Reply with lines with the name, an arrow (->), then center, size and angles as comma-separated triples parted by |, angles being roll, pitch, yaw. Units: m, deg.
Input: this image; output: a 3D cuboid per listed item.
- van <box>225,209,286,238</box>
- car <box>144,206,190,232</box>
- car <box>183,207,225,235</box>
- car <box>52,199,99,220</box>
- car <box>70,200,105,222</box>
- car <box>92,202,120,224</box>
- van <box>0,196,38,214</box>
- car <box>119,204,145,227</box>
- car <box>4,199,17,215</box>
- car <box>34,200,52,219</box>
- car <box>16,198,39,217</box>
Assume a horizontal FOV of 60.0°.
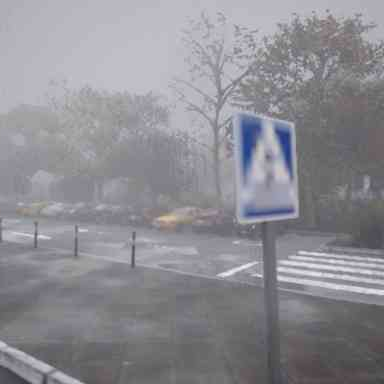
van -> 4.033, 1.579, 19.733 | 1.878, 1.987, 4.442 | 0, 0, 35
car -> -0.532, 1.764, 22.895 | 1.946, 1.575, 5.366 | 0, 0, 35
car -> 1.856, 1.815, 21.461 | 2.163, 1.488, 4.792 | 0, 0, 35
car -> -9.451, 1.568, 29.504 | 2.185, 1.767, 4.553 | 0, 0, 35
car -> -7.204, 1.712, 27.875 | 2.097, 1.535, 5.008 | 0, 0, 35
car -> -4.950, 1.731, 26.257 | 2.231, 1.521, 4.892 | 0, 0, 35
van -> -18.449, 1.399, 36.008 | 1.878, 1.987, 4.442 | 0, 0, 35
car -> -2.668, 1.778, 24.678 | 2.163, 1.488, 4.792 | 0, 0, 35
car -> -16.259, 1.682, 34.303 | 2.002, 1.452, 4.674 | 0, 0, 35
car -> -11.733, 1.716, 31.086 | 2.002, 1.452, 4.674 | 0, 0, 35
car -> -13.996, 1.659, 32.692 | 2.097, 1.535, 5.008 | 0, 0, 35
